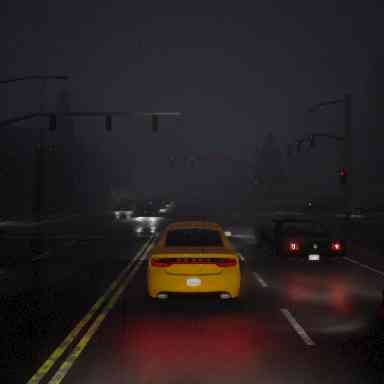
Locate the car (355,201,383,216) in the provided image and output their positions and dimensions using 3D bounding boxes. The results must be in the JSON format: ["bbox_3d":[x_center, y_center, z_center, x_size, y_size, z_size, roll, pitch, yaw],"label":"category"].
[{"bbox_3d":[18.770,1.547,32.211,5.357,1.411,2.033,0,0,-2],"label":"car"}]

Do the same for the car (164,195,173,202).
[{"bbox_3d":[-5.387,1.521,76.013,1.812,1.442,4.674,0,0,-1],"label":"car"}]

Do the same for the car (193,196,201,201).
[{"bbox_3d":[1.298,1.595,88.224,1.895,1.301,4.718,0,0,-1],"label":"car"}]

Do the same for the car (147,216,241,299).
[{"bbox_3d":[0.033,1.478,8.487,1.882,1.535,5.008,0,0,0],"label":"car"}]

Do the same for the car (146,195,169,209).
[{"bbox_3d":[-4.679,1.352,45.622,2.097,1.767,4.553,0,0,-2],"label":"car"}]

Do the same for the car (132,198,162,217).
[{"bbox_3d":[-4.215,1.564,31.637,1.994,1.385,4.181,0,0,-2],"label":"car"}]

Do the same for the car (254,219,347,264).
[{"bbox_3d":[3.501,1.601,11.811,1.895,1.301,4.718,0,0,-1],"label":"car"}]

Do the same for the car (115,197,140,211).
[{"bbox_3d":[-8.021,1.547,40.508,2.033,1.411,5.357,0,0,-2],"label":"car"}]

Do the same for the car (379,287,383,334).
[{"bbox_3d":[3.597,1.478,2.721,1.882,1.535,5.008,0,0,0],"label":"car"}]

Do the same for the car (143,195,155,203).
[{"bbox_3d":[-8.688,1.478,68.013,1.882,1.535,5.008,0,0,-1],"label":"car"}]

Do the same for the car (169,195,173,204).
[{"bbox_3d":[-5.058,1.492,60.806,2.128,1.511,4.902,0,0,-1],"label":"car"}]

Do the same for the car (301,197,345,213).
[{"bbox_3d":[14.080,1.352,35.576,4.553,1.767,2.097,0,0,-2],"label":"car"}]
